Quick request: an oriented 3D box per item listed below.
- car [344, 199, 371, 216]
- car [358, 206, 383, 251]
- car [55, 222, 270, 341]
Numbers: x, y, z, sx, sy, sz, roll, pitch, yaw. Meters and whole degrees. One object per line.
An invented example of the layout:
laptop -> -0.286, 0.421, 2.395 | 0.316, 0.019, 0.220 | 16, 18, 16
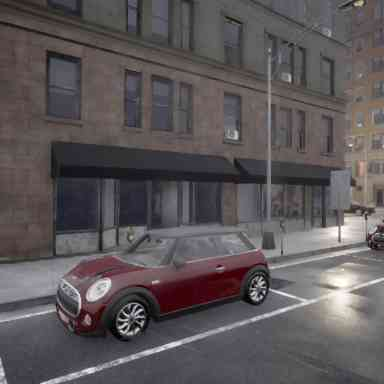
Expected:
car -> 14.742, 1.404, 31.710 | 1.882, 1.535, 5.008 | 1, 0, -37
car -> 8.530, 1.445, 12.801 | 4.097, 1.590, 1.967 | 0, 0, -35
car -> -0.429, 1.441, 6.441 | 4.097, 1.590, 1.967 | 0, 0, -35
